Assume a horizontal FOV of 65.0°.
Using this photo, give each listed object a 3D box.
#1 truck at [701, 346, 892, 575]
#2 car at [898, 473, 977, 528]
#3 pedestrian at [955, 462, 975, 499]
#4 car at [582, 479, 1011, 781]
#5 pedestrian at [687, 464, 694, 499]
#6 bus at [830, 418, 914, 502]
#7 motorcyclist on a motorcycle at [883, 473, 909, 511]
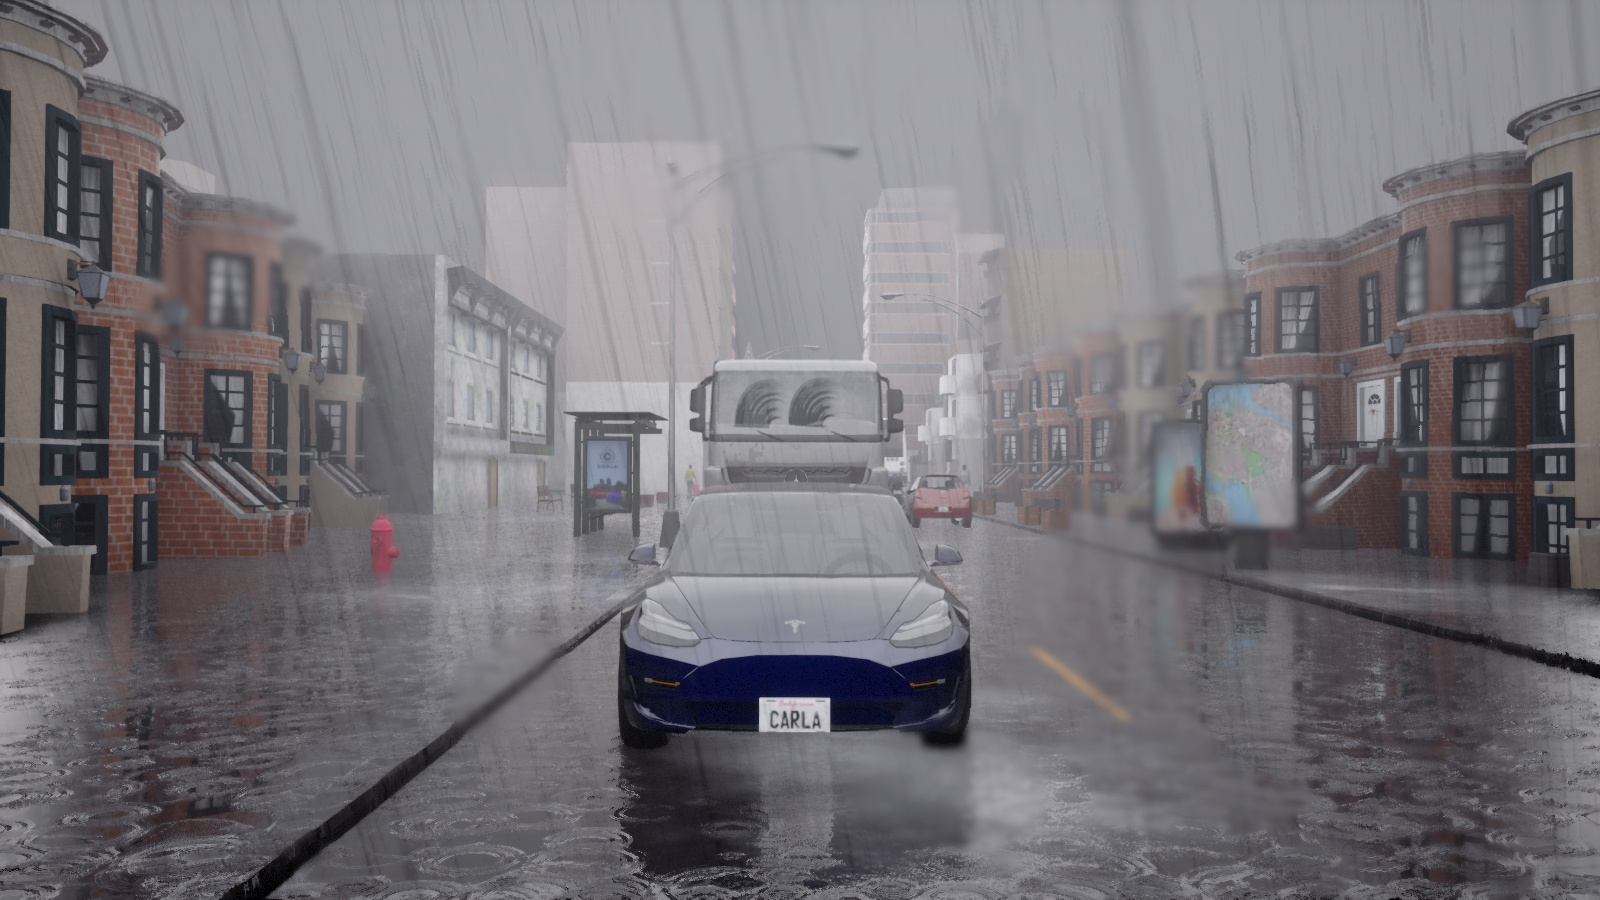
[{"bbox_3d":[-0.067,0.219,23.020,2.891,3.462,7.936,0,-1,0],"label":"truck"},{"bbox_3d":[3.903,1.417,36.093,1.845,1.501,3.633,0,-1,0],"label":"car"},{"bbox_3d":[8.390,1.561,63.924,0.874,1.855,0.900,0,-1,-1],"label":"pedestrian"},{"bbox_3d":[-0.024,0.961,8.751,2.163,1.488,4.792,0,-1,0],"label":"car"},{"bbox_3d":[-5.839,1.668,66.904,0.354,1.836,0.706,0,-1,-3],"label":"pedestrian"},{"bbox_3d":[3.784,0.575,68.783,3.944,4.253,10.273,0,-1,0],"label":"bus"},{"bbox_3d":[3.863,1.686,50.878,0.866,1.530,2.191,0,-1,0],"label":"motorcyclist on a motorcycle"}]
